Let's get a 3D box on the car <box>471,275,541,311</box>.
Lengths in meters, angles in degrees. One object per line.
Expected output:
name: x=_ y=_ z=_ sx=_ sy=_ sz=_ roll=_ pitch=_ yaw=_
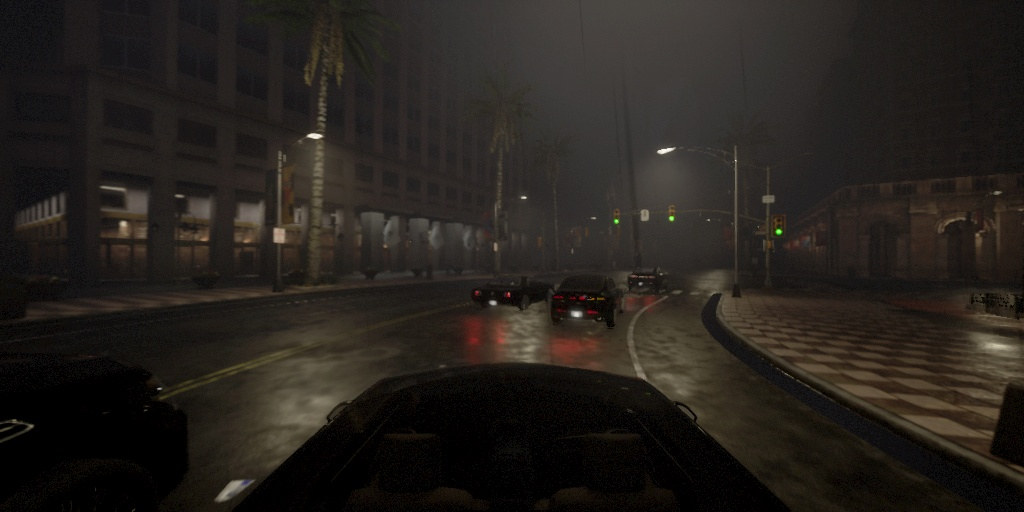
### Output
car: x=0.274 y=1.441 z=15.099 sx=1.895 sy=1.301 sz=4.718 roll=0 pitch=0 yaw=25

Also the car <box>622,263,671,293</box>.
car: x=8.719 y=1.430 z=22.876 sx=2.128 sy=1.511 sz=4.902 roll=0 pitch=0 yaw=31

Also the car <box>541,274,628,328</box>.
car: x=2.635 y=1.337 z=11.940 sx=1.837 sy=1.490 sz=4.892 roll=0 pitch=-1 yaw=22
